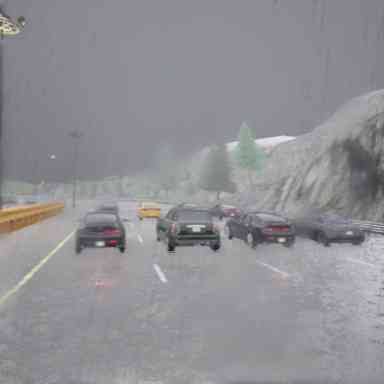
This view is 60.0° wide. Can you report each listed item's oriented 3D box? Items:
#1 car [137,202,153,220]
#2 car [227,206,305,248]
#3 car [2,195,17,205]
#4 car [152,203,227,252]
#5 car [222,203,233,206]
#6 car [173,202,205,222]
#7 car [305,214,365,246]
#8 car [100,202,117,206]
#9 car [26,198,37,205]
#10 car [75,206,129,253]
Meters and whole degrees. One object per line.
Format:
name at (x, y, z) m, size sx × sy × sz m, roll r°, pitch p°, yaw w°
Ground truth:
car at (-3.840, 1.648, 29.639) m, size 1.882 × 1.535 × 5.008 m, roll 1°, pitch 0°, yaw -13°
car at (3.040, 1.663, 15.664) m, size 1.837 × 1.490 × 4.892 m, roll 1°, pitch 0°, yaw -13°
car at (-32.438, 1.374, 59.238) m, size 2.097 × 1.767 × 4.553 m, roll 1°, pitch -1°, yaw -24°
car at (-0.315, 1.455, 14.647) m, size 2.097 × 1.767 × 4.553 m, roll 1°, pitch -1°, yaw -13°
car at (2.996, 1.796, 31.143) m, size 1.812 × 1.442 × 4.674 m, roll 1°, pitch 0°, yaw -13°
car at (-0.390, 1.727, 30.259) m, size 1.837 × 1.490 × 4.892 m, roll 1°, pitch 0°, yaw -13°
car at (6.437, 1.770, 16.508) m, size 1.994 × 1.385 × 4.181 m, roll 1°, pitch 0°, yaw -13°
car at (-7.206, 1.628, 28.668) m, size 1.837 × 1.490 × 4.892 m, roll 1°, pitch 0°, yaw -13°
car at (-29.195, 1.671, 60.555) m, size 1.895 × 1.301 × 4.718 m, roll 1°, pitch 0°, yaw -24°
car at (-3.775, 1.564, 14.068) m, size 1.837 × 1.490 × 4.892 m, roll 1°, pitch 0°, yaw -13°
